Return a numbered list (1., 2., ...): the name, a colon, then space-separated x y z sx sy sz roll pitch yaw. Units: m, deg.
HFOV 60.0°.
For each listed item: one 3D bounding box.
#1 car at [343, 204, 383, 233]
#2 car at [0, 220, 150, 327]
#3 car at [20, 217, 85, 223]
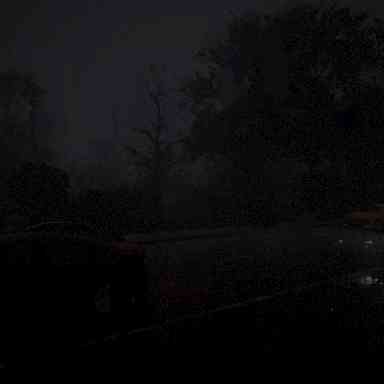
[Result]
1. car: 11.070 1.465 19.890 5.008 1.535 1.882 0 0 -33
2. car: -3.189 1.474 5.917 5.008 1.535 1.882 0 0 -35
3. car: -4.282 1.486 9.422 4.902 1.511 2.128 0 0 -35
